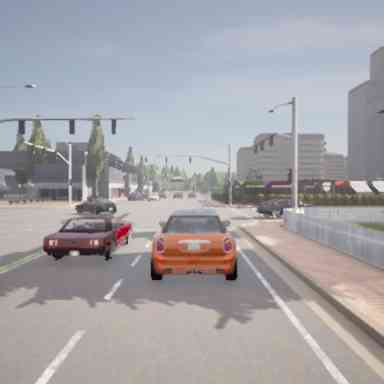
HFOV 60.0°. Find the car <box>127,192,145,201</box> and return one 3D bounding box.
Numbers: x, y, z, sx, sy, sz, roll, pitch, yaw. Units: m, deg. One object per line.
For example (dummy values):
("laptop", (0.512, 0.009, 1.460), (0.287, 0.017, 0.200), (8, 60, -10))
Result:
("car", (-10.526, 0.793, 61.423), (2.097, 1.767, 4.553), (0, 1, 0))

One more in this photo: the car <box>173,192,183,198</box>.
("car", (-3.496, 0.792, 79.413), (1.812, 1.442, 4.674), (0, 1, 0))

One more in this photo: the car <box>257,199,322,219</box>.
("car", (7.502, 1.258, 25.633), (4.902, 1.511, 2.128), (0, 0, -8))

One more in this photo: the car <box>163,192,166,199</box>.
("car", (-6.996, 0.801, 76.892), (1.837, 1.490, 4.892), (0, 1, 0))

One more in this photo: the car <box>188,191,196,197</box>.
("car", (0.004, 0.586, 89.368), (2.128, 1.511, 4.902), (0, 1, 0))

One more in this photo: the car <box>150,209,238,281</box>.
("car", (0.065, 1.262, 9.760), (2.097, 1.767, 4.553), (0, 1, 0))

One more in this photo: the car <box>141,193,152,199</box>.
("car", (-10.496, 0.854, 76.881), (1.994, 1.385, 4.181), (0, 1, 0))

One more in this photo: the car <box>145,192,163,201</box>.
("car", (-7.029, 0.967, 61.397), (1.812, 1.442, 4.674), (0, 1, 1))

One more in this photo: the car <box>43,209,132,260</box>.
("car", (-3.423, 1.491, 11.953), (1.895, 1.301, 4.718), (0, 1, 0))

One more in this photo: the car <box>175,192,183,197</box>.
("car", (-3.496, 0.613, 89.367), (1.994, 1.385, 4.181), (0, 1, 0))

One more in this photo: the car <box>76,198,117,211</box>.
("car", (-8.525, 1.256, 29.563), (4.674, 1.442, 1.812), (1, 0, 43))

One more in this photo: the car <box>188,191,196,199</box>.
("car", (0.004, 0.813, 79.094), (2.033, 1.411, 5.357), (0, 1, 0))
